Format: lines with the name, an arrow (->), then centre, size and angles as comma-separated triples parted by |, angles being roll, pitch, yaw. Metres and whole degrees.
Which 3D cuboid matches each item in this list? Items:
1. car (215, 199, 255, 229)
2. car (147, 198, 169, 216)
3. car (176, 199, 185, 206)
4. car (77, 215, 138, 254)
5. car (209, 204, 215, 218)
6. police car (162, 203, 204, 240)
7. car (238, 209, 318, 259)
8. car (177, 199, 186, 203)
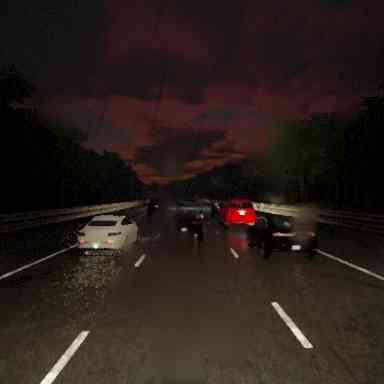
car -> 3.243, 1.541, 24.530 | 2.150, 2.045, 5.566 | 0, -1, -1
car -> -4.025, 1.749, 39.552 | 2.150, 2.045, 5.566 | 0, -1, -2
car -> -2.940, 2.626, 83.927 | 1.882, 1.535, 5.008 | 0, -1, -4
car -> -3.478, 1.714, 14.223 | 1.812, 1.442, 4.674 | 0, -1, -1
car -> 2.966, 1.959, 35.572 | 2.128, 1.511, 4.902 | 0, -1, -2
police car -> -0.367, 1.673, 18.905 | 1.930, 1.638, 5.238 | 0, -1, 0
car -> 3.422, 1.666, 13.419 | 2.128, 1.511, 4.902 | 0, -1, -1
car -> -2.227, 2.534, 72.996 | 2.033, 1.411, 5.357 | 0, -1, -4
